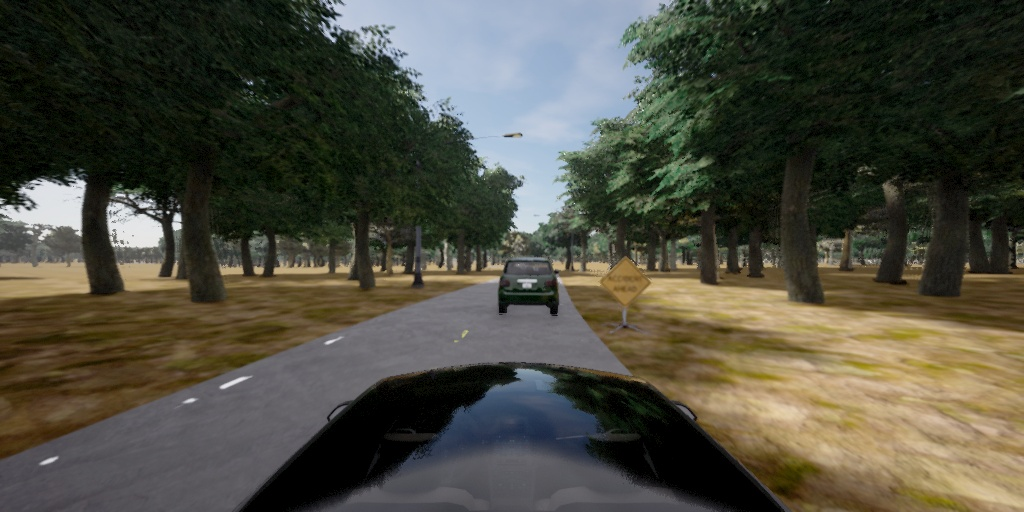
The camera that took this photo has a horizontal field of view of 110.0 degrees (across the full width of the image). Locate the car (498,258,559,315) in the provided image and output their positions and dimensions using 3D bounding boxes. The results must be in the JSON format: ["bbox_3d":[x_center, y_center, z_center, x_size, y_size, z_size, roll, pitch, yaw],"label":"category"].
[{"bbox_3d":[0.730,1.105,14.502,2.150,2.045,5.566,0,-1,5],"label":"car"}]

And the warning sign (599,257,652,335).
[{"bbox_3d":[2.844,0.947,9.084,1.300,1.860,1.060,0,0,3],"label":"warning sign"}]
